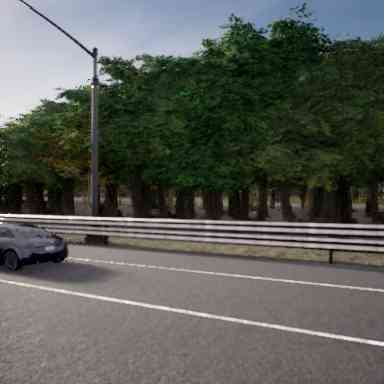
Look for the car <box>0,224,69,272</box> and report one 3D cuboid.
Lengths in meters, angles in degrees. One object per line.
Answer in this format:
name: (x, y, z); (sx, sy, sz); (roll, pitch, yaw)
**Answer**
car: (-6.416, 1.840, 11.826); (4.181, 1.385, 1.994); (-1, -2, 28)
